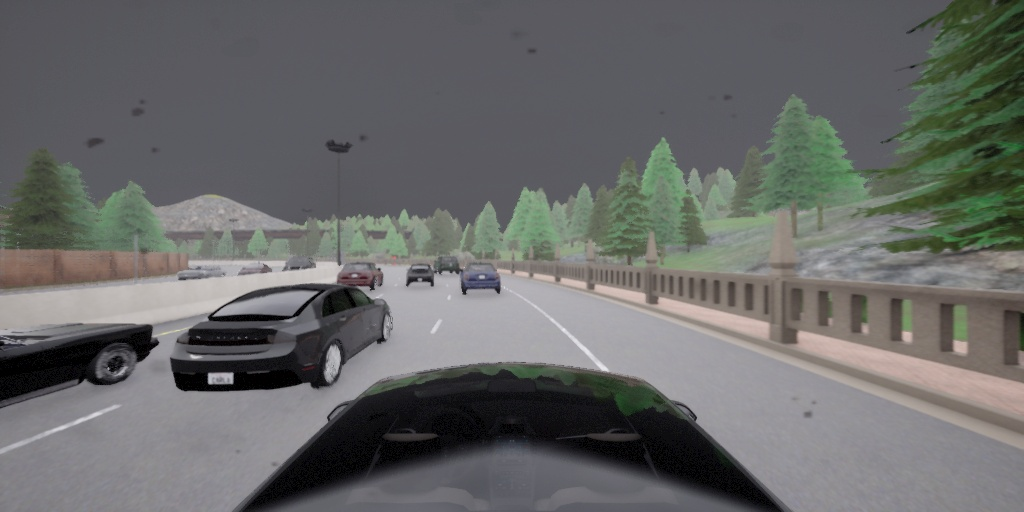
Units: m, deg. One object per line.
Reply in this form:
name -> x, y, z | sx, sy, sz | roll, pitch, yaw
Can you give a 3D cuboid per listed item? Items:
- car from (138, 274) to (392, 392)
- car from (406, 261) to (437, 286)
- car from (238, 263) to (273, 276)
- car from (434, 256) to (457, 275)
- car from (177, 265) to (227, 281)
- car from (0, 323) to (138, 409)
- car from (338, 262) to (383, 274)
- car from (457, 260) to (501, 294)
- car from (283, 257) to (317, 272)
car -> -3.741, 1.273, 6.850 | 1.837, 1.490, 4.892 | 0, 0, -3
car -> -6.585, 1.309, 25.873 | 1.837, 1.490, 4.892 | 0, 0, -13
car -> -23.748, 1.388, 33.403 | 1.812, 1.442, 4.674 | 0, 0, -21
car -> -7.416, 1.049, 40.218 | 2.150, 2.045, 5.566 | 0, 0, -21
car -> -26.454, 1.467, 30.774 | 1.895, 1.301, 4.718 | 0, 0, -20
car -> -7.052, 1.374, 4.071 | 1.895, 1.301, 4.718 | 0, 0, -2
car -> -9.450, 1.159, 22.605 | 2.097, 1.767, 4.553 | 0, 0, -12
car -> -1.943, 1.136, 20.838 | 2.097, 1.767, 4.553 | 0, 0, -10
car -> -20.616, 1.079, 35.071 | 2.150, 2.045, 5.566 | 0, 0, -21
